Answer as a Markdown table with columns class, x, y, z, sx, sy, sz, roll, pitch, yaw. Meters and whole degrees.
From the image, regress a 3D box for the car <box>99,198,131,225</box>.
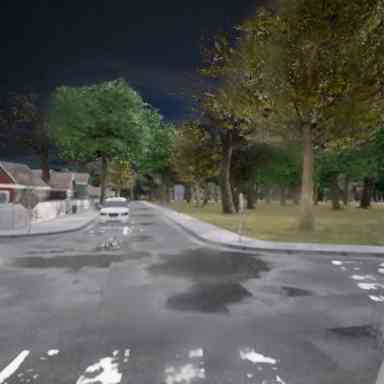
| class | x | y | z | sx | sy | sz | roll | pitch | yaw |
| --- | --- | --- | --- | --- | --- | --- | --- | --- | --- |
| car | -6.091 | 1.532 | 26.512 | 2.150 | 2.045 | 5.566 | 0 | 1 | -10 |

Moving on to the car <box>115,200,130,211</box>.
| class | x | y | z | sx | sy | sz | roll | pitch | yaw |
| --- | --- | --- | --- | --- | --- | --- | --- | --- | --- |
| car | -10.392 | 1.963 | 50.240 | 2.128 | 1.511 | 4.902 | 0 | -1 | -10 |
